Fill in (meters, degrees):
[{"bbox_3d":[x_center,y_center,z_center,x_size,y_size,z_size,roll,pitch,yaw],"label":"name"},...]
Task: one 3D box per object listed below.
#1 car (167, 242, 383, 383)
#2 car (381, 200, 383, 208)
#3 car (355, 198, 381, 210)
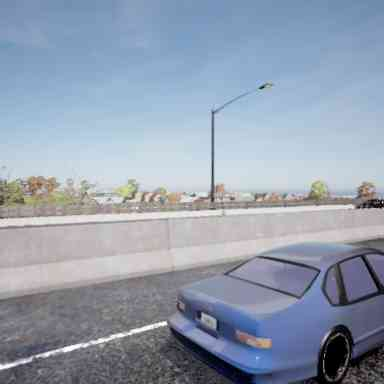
[{"bbox_3d":[2.243,1.545,5.331,5.357,1.411,2.033,0,0,-35],"label":"car"},{"bbox_3d":[23.655,1.642,37.335,4.718,1.301,1.895,0,0,-34],"label":"car"},{"bbox_3d":[21.716,1.562,40.249,4.892,1.490,1.837,0,0,-34],"label":"car"}]
